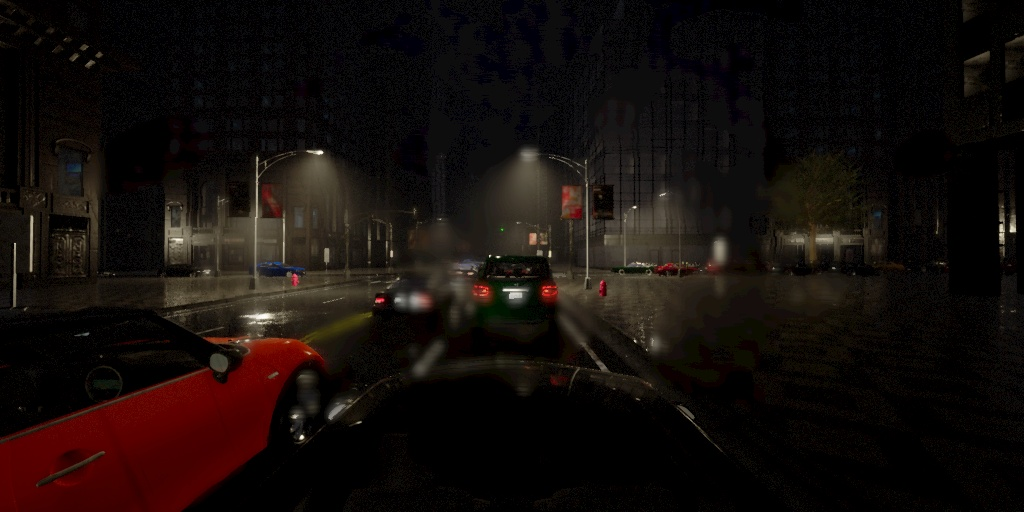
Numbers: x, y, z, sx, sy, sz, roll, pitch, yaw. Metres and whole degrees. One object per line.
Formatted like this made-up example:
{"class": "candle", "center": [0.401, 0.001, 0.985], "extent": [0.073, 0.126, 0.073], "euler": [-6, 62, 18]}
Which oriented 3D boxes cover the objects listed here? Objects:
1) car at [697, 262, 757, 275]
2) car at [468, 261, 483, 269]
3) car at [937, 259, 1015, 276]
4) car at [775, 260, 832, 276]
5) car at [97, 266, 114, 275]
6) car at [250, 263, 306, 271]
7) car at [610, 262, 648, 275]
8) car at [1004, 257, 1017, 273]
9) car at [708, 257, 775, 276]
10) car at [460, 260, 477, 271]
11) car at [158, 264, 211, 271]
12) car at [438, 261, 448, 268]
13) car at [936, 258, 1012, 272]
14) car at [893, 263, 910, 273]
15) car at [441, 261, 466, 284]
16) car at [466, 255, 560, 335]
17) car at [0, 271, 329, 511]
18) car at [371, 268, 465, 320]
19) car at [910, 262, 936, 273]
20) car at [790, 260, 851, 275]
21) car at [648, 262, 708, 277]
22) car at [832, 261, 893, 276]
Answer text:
{"class": "car", "center": [23.460, 1.335, 39.214], "extent": [5.357, 1.411, 2.033], "euler": [0, -1, -1]}
{"class": "car", "center": [-6.457, 1.599, 64.023], "extent": [2.033, 1.411, 5.357], "euler": [0, 0, 1]}
{"class": "car", "center": [43.557, 1.214, 33.714], "extent": [4.507, 1.381, 1.888], "euler": [0, 0, -1]}
{"class": "car", "center": [26.643, 1.276, 33.478], "extent": [4.313, 1.339, 1.948], "euler": [0, 0, -1]}
{"class": "car", "center": [-42.359, 1.522, 35.467], "extent": [4.892, 1.490, 1.837], "euler": [0, -1, 0]}
{"class": "car", "center": [-23.041, 1.407, 35.415], "extent": [5.008, 1.535, 1.882], "euler": [0, -1, 0]}
{"class": "car", "center": [13.211, 1.422, 39.067], "extent": [4.718, 1.301, 1.895], "euler": [0, -1, 0]}
{"class": "car", "center": [49.195, 0.973, 33.792], "extent": [5.009, 1.841, 2.192], "euler": [0, 0, -1]}
{"class": "car", "center": [21.006, 1.041, 33.400], "extent": [5.009, 1.841, 2.192], "euler": [0, 0, -1]}
{"class": "car", "center": [-6.505, 1.457, 53.861], "extent": [1.882, 1.535, 5.008], "euler": [0, 0, 0]}
{"class": "car", "center": [-32.337, 1.497, 35.437], "extent": [4.674, 1.442, 1.812], "euler": [0, -1, 0]}
{"class": "car", "center": [-9.753, 1.484, 53.842], "extent": [1.837, 1.490, 4.892], "euler": [0, 0, 1]}
{"class": "car", "center": [46.784, 1.198, 36.334], "extent": [4.892, 1.490, 1.837], "euler": [0, -1, -1]}
{"class": "car", "center": [43.274, 1.296, 42.235], "extent": [4.829, 1.417, 1.751], "euler": [0, 0, -1]}
{"class": "car", "center": [-3.115, 1.292, 24.357], "extent": [2.128, 1.511, 4.902], "euler": [0, 0, 0]}
{"class": "car", "center": [0.114, 0.980, 10.724], "extent": [2.150, 2.045, 5.566], "euler": [0, 0, 0]}
{"class": "car", "center": [-3.147, 1.102, 2.293], "extent": [2.097, 1.767, 4.553], "euler": [0, 0, 0]}
{"class": "car", "center": [-3.121, 1.309, 12.579], "extent": [2.033, 1.411, 5.357], "euler": [0, 0, 0]}
{"class": "car", "center": [49.084, 1.326, 42.316], "extent": [4.313, 1.339, 1.948], "euler": [0, 0, -1]}
{"class": "car", "center": [33.762, 1.251, 39.341], "extent": [4.902, 1.511, 2.128], "euler": [0, -1, -1]}
{"class": "car", "center": [15.367, 1.327, 33.322], "extent": [4.207, 1.307, 1.802], "euler": [0, 0, -1]}
{"class": "car", "center": [32.280, 1.260, 33.557], "extent": [4.313, 1.339, 1.948], "euler": [0, 0, -1]}
